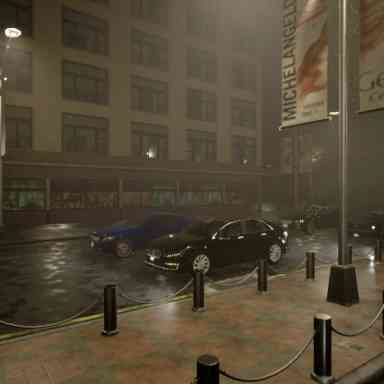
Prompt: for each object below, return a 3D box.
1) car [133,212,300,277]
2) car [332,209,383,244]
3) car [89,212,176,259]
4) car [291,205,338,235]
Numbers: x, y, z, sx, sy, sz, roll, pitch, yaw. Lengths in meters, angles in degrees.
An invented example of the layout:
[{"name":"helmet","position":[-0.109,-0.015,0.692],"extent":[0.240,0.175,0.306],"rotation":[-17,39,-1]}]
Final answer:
[{"name":"car","position":[0.918,1.505,10.195],"extent":[4.892,1.490,1.837],"rotation":[0,0,-36]},{"name":"car","position":[9.076,1.601,16.036],"extent":[4.718,1.301,1.895],"rotation":[0,0,-35]},{"name":"car","position":[-1.514,1.526,12.764],"extent":[4.674,1.442,1.812],"rotation":[0,0,-35]},{"name":"car","position":[6.851,1.491,18.746],"extent":[4.902,1.511,2.128],"rotation":[0,0,-35]}]
